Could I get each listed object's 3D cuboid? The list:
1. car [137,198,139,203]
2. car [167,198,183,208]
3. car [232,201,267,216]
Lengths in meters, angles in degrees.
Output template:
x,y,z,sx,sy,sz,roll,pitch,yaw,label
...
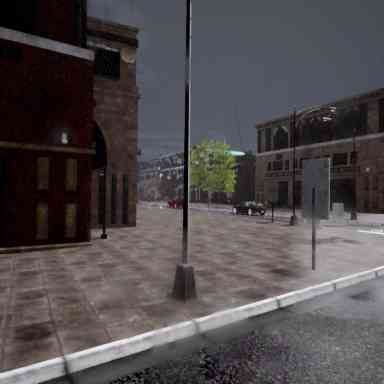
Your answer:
x,y,z,sx,sy,sz,roll,pitch,yaw,label
-12.206,1.671,68.990,1.802,1.307,4.206,1,-1,-27,car
-2.180,1.627,49.292,1.887,1.381,4.507,1,-1,-27,car
5.764,1.628,33.747,2.008,1.369,4.403,1,-1,-27,car
